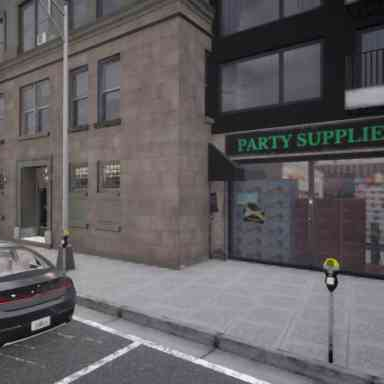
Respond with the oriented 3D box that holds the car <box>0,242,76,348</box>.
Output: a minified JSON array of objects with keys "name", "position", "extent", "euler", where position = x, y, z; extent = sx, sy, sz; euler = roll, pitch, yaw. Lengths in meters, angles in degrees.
[{"name":"car","position":[-3.834,1.551,5.777],"extent":[4.403,1.369,2.008],"euler":[0,0,35]}]
